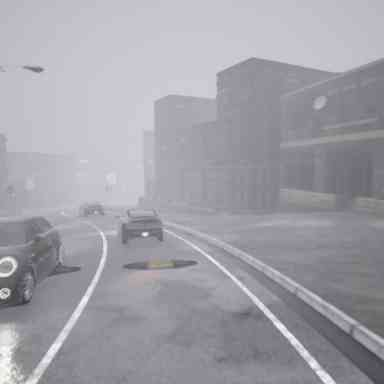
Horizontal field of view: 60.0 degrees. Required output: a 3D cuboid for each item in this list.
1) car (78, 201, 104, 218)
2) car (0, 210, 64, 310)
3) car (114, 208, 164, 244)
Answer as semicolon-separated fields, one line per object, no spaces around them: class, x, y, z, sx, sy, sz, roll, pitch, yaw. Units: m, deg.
car;-10.089;1.681;33.291;1.837;1.490;4.892;-3;0;-27
car;-4.559;1.401;7.919;2.097;1.767;4.553;-2;1;-10
car;-2.622;1.524;16.253;1.837;1.490;4.892;-1;0;-16
